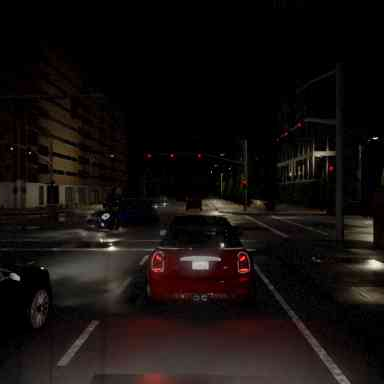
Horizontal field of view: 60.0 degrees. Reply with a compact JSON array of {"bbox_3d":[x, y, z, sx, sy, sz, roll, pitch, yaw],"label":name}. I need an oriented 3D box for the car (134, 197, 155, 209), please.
[{"bbox_3d":[-6.593,1.491,46.582,2.128,1.511,4.902,0,0,1],"label":"car"}]

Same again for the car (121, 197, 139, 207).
[{"bbox_3d":[-9.927,1.564,53.572,1.994,1.385,4.181,0,0,2],"label":"car"}]

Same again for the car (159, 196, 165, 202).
[{"bbox_3d":[-6.332,1.547,56.590,2.033,1.411,5.357,0,0,2],"label":"car"}]

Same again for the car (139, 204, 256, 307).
[{"bbox_3d":[0.223,1.352,8.161,2.097,1.767,4.553,0,0,2],"label":"car"}]

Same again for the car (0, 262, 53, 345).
[{"bbox_3d":[-3.394,1.492,3.933,2.128,1.511,4.902,0,0,1],"label":"car"}]

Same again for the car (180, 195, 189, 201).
[{"bbox_3d":[-1.927,1.540,83.989,2.033,1.411,5.357,0,0,2],"label":"car"}]

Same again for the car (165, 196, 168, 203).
[{"bbox_3d":[-5.966,1.526,66.863,1.812,1.442,4.674,0,0,2],"label":"car"}]

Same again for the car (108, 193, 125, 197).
[{"bbox_3d":[-10.149,1.221,44.159,2.150,2.045,5.566,0,0,1],"label":"car"}]

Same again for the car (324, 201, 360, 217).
[{"bbox_3d":[14.516,1.546,30.067,4.902,1.511,2.128,0,0,1],"label":"car"}]

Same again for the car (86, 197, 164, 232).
[{"bbox_3d":[-4.256,1.377,20.719,2.097,1.767,4.553,0,0,41],"label":"car"}]

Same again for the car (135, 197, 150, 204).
[{"bbox_3d":[-9.555,1.601,64.609,1.895,1.301,4.718,0,0,2],"label":"car"}]

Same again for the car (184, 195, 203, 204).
[{"bbox_3d":[0.360,1.477,42.979,1.882,1.535,5.008,0,0,2],"label":"car"}]

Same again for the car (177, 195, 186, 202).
[{"bbox_3d":[-2.227,1.524,73.903,2.128,1.511,4.902,0,0,2],"label":"car"}]

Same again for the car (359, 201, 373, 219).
[{"bbox_3d":[16.752,1.602,26.518,5.357,1.411,2.033,0,0,1],"label":"car"}]

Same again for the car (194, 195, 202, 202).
[{"bbox_3d":[1.397,1.478,78.070,1.882,1.535,5.008,0,0,2],"label":"car"}]
